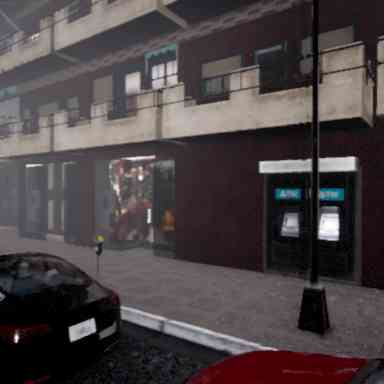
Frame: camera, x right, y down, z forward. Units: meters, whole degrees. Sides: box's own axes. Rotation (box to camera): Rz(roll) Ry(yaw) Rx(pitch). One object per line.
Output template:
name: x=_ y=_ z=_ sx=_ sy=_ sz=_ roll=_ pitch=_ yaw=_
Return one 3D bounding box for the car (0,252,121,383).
car: x=-2.917 y=1.590 z=4.943 sx=4.313 sy=1.339 sz=1.947 roll=0 pitch=1 yaw=35

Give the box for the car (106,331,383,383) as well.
car: x=1.711 y=1.580 z=1.643 sx=4.206 sy=1.307 sz=1.802 roll=0 pitch=0 yaw=36
